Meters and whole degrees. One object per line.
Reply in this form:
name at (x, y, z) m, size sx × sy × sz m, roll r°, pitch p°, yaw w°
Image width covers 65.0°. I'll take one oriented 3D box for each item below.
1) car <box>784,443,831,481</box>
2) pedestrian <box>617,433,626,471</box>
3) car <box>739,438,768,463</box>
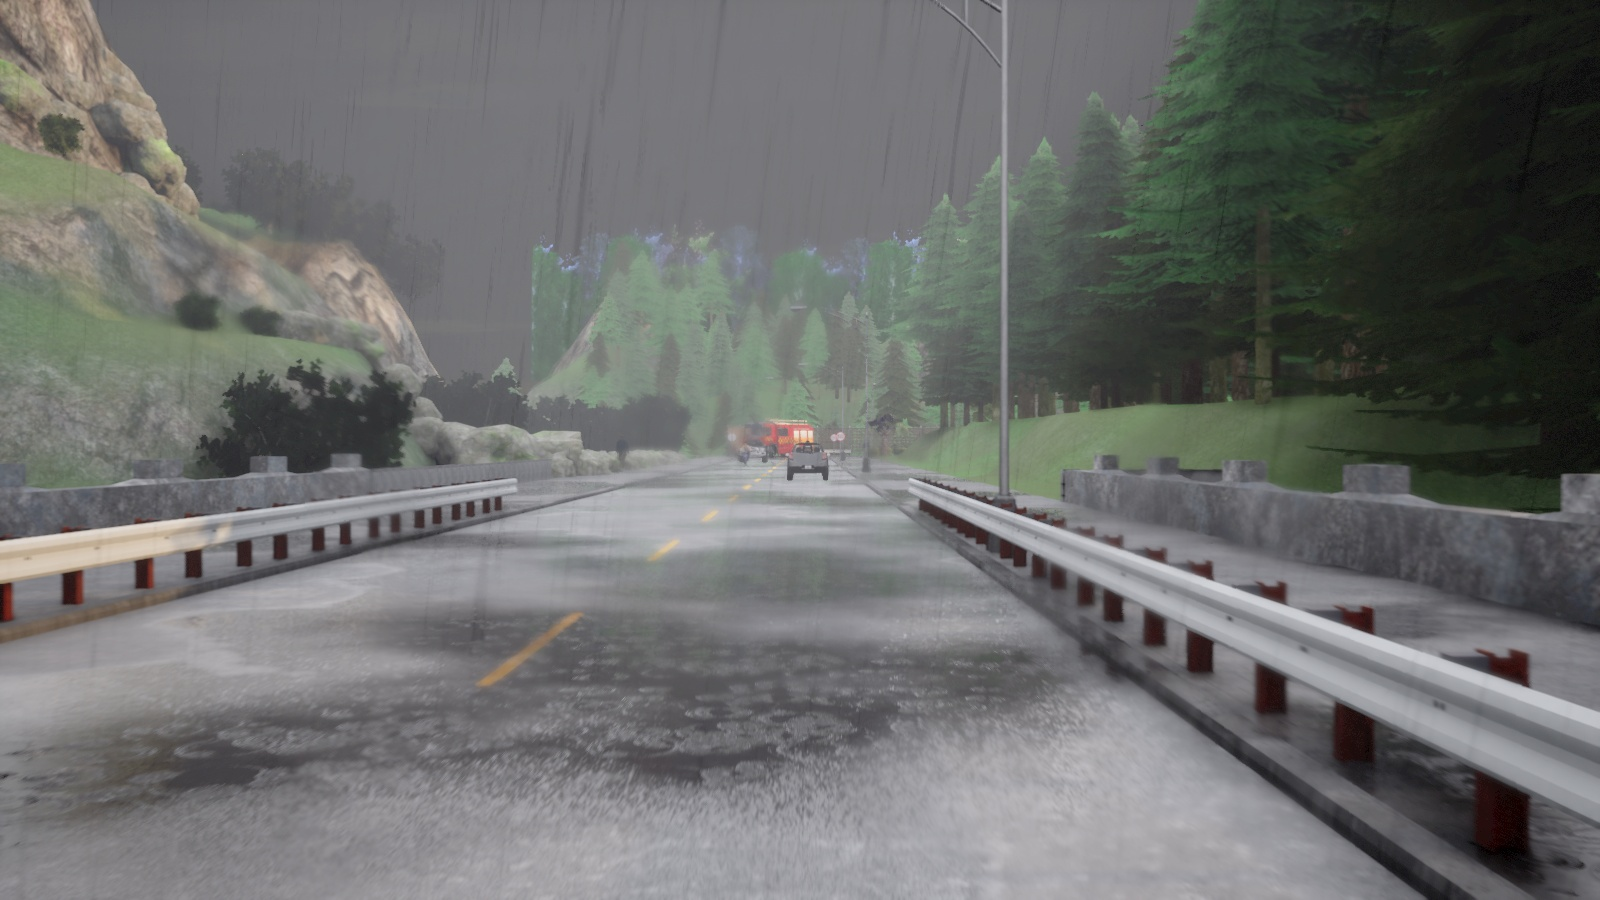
car at (0.319, 0.470, 51.264) m, size 1.845 × 1.501 × 3.633 m, roll 0°, pitch 0°, yaw 0°
pedestrian at (-8.743, 0.102, 61.604) m, size 0.402 × 1.842 × 0.726 m, roll 0°, pitch 0°, yaw -5°
car at (-3.439, 0.035, 93.292) m, size 1.932 × 1.855 × 4.605 m, roll 0°, pitch 0°, yaw 0°
